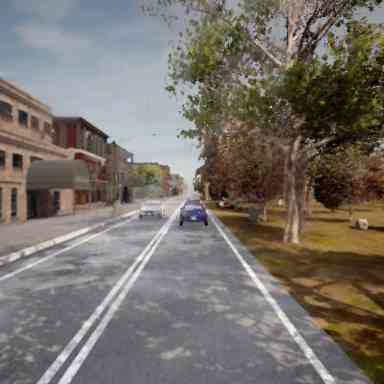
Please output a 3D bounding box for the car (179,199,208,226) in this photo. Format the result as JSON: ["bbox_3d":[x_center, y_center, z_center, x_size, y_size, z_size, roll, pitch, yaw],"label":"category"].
[{"bbox_3d":[0.102,1.463,23.026,1.812,1.442,4.674,0,0,0],"label":"car"}]

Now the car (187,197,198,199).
[{"bbox_3d":[0.105,1.368,41.649,2.128,1.511,4.902,0,0,0],"label":"car"}]

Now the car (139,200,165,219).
[{"bbox_3d":[-3.308,1.447,28.100,1.812,1.442,4.674,0,0,0],"label":"car"}]
